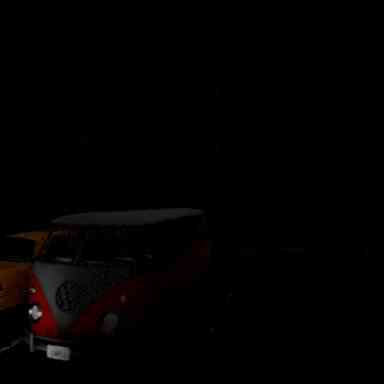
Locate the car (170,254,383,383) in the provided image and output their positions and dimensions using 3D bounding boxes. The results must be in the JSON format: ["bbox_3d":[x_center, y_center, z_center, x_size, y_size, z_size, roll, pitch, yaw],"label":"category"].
[{"bbox_3d":[1.547,1.523,4.342,2.163,1.488,4.792,-1,-1,15],"label":"car"}]

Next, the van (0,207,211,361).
[{"bbox_3d":[-0.941,1.294,5.949,1.878,1.987,4.442,0,-1,15],"label":"van"}]
